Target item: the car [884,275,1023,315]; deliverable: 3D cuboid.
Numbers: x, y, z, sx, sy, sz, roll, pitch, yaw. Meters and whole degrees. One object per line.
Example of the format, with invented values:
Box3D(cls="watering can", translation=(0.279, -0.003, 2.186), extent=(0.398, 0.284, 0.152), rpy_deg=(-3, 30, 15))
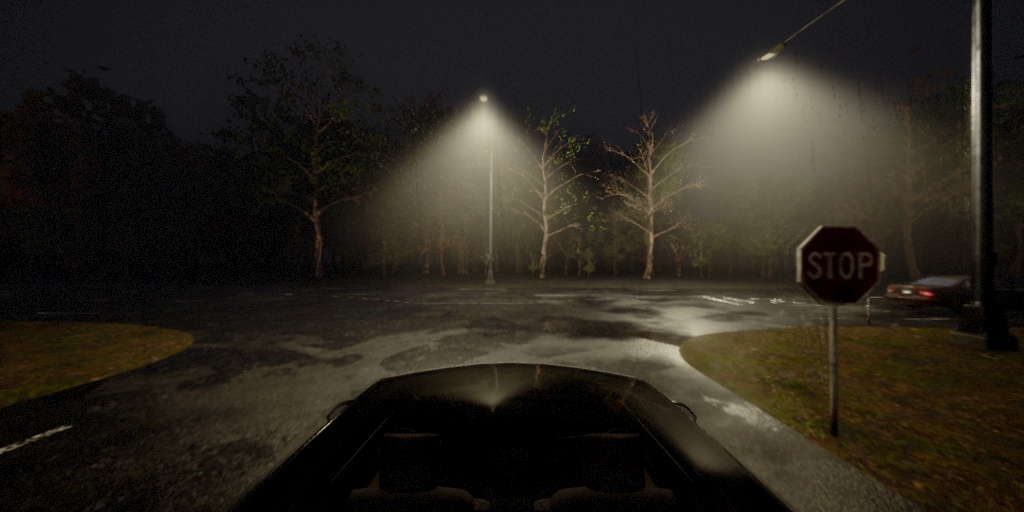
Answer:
Box3D(cls="car", translation=(17.804, 1.462, 13.868), extent=(5.357, 1.411, 2.033), rpy_deg=(0, 0, 1))
